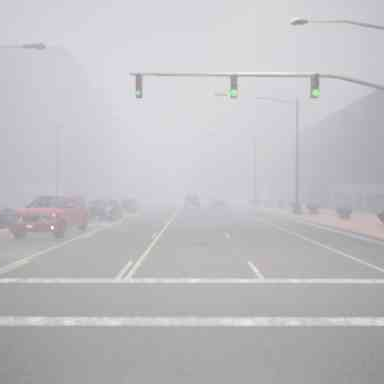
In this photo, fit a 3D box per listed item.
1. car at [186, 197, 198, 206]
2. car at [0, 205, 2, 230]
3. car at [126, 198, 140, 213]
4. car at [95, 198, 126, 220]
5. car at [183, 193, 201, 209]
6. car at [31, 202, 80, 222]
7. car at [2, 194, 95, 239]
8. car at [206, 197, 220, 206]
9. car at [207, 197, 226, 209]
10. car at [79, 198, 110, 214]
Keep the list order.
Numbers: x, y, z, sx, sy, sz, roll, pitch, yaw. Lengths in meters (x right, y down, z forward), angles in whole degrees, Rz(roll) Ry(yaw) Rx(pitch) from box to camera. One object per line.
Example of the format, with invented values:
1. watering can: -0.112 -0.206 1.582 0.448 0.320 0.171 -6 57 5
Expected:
1. car: 0.007 1.590 55.771 1.994 1.385 4.181 0 0 0
2. car: -10.567 1.411 16.897 2.128 1.511 4.902 0 0 0
3. car: -7.049 1.442 36.950 1.882 1.535 5.008 0 0 1
4. car: -7.055 1.281 26.908 2.097 1.767 4.553 0 0 0
5. car: 0.005 1.210 45.383 2.150 2.045 5.566 0 0 0
6. car: -10.560 1.531 26.170 1.895 1.301 4.718 0 0 0
7. car: -7.069 1.141 17.266 2.150 2.045 5.566 0 0 0
8. car: 3.507 1.570 55.770 2.033 1.411 5.357 0 0 0
9. car: 3.505 1.512 45.768 1.812 1.442 4.674 0 0 0
10. car: -10.547 1.443 36.314 1.882 1.535 5.008 0 0 0
